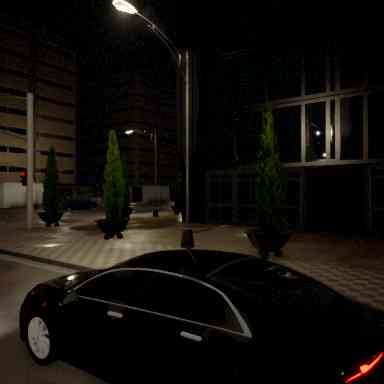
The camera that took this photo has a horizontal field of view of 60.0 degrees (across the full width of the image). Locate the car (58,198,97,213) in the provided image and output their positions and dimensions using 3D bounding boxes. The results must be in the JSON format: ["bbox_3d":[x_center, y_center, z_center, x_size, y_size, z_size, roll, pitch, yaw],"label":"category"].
[{"bbox_3d":[-13.490,1.533,38.811,1.882,1.535,5.008,0,0,35],"label":"car"}]

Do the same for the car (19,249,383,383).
[{"bbox_3d":[-0.267,1.505,4.183,4.892,1.490,1.837,0,0,36],"label":"car"}]
